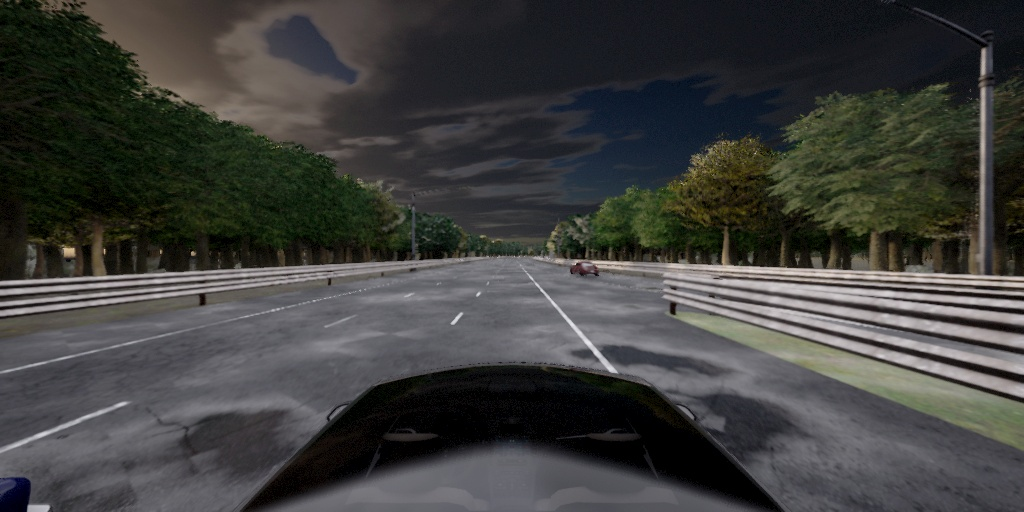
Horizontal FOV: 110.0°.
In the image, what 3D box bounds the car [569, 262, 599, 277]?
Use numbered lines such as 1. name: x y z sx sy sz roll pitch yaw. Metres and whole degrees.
1. car: 7.310 1.304 36.547 1.812 1.442 4.674 0 0 -9
